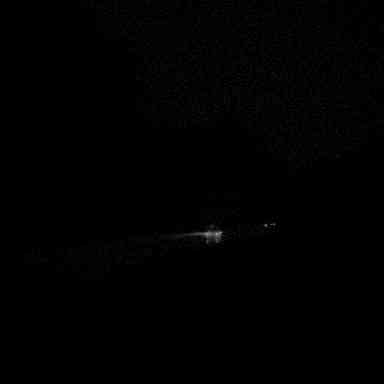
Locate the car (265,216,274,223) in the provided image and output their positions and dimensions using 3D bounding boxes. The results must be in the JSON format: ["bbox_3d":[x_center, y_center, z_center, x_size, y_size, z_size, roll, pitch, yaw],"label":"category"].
[{"bbox_3d":[12.914,4.265,51.851,2.033,1.411,5.357,-4,-5,29],"label":"car"}]

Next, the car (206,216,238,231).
[{"bbox_3d":[3.172,3.245,34.887,2.128,1.511,4.902,-4,-5,29],"label":"car"}]
